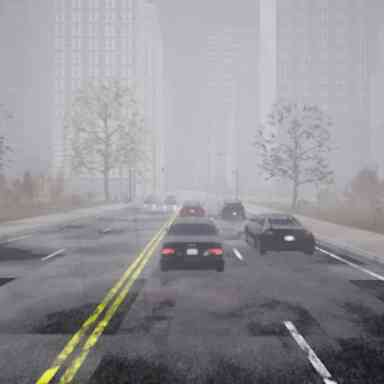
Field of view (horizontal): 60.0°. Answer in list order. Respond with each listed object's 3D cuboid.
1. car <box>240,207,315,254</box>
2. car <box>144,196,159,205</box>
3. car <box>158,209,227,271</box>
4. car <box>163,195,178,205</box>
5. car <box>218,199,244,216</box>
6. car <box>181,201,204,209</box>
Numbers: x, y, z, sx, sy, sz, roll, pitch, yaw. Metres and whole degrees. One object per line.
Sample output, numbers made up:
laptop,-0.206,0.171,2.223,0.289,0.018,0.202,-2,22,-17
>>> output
car,3.298,1.510,13.181,1.994,1.385,4.181,0,0,1
car,-6.514,1.292,53.853,2.033,1.411,5.357,0,0,1
car,0.021,1.504,10.684,2.033,1.411,5.357,0,0,0
car,-3.286,1.263,51.663,1.837,1.490,4.892,0,0,0
car,3.297,1.384,27.860,1.837,1.490,4.892,0,1,1
car,0.050,1.443,27.967,1.994,1.385,4.181,0,0,1
